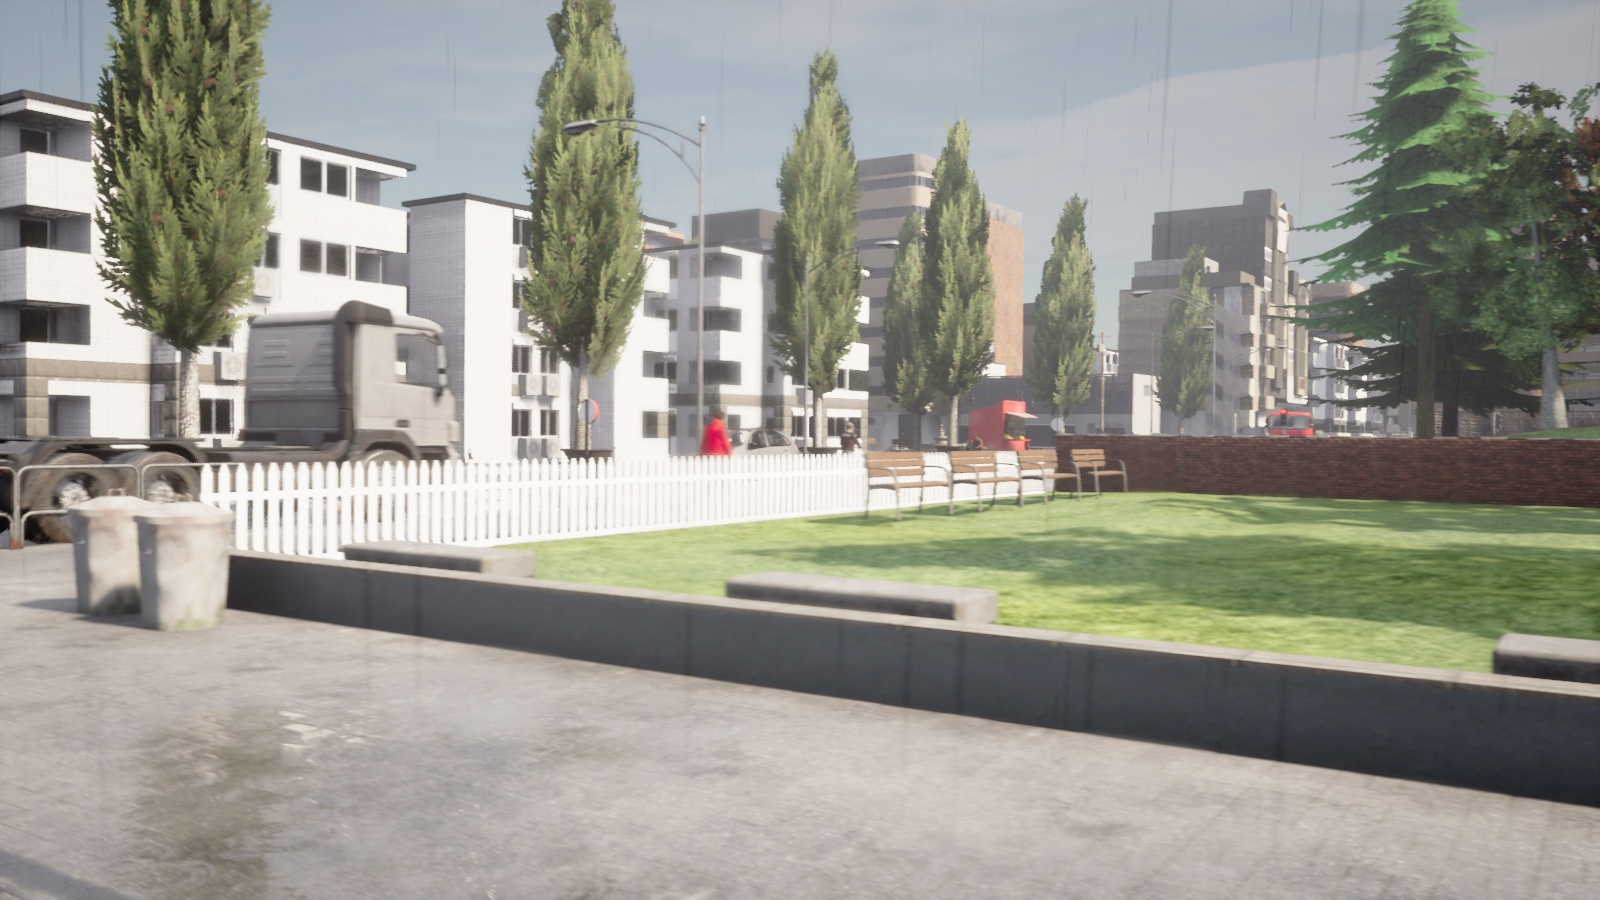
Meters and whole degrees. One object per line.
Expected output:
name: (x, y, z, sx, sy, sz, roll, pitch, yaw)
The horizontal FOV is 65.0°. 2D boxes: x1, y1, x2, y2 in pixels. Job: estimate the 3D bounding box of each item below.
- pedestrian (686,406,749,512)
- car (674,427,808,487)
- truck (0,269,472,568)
pedestrian: (-1.461, 0.150, 22.284, 0.634, 1.844, 0.899, 0, 1, 45)
car: (-1.644, 0.151, 36.181, 1.851, 1.617, 3.988, 0, 1, 34)
truck: (-8.756, -0.424, 18.488, 2.891, 3.462, 7.936, 0, 1, 29)
